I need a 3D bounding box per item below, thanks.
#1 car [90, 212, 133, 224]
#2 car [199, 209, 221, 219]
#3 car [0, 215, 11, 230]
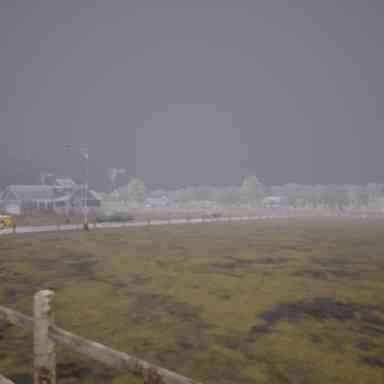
[{"bbox_3d":[-9.431,3.049,39.646,2.033,1.411,5.357,-1,-3,35],"label":"car"},{"bbox_3d":[3.187,3.755,57.219,2.097,1.767,4.553,-1,-3,36],"label":"car"},{"bbox_3d":[-17.827,2.397,27.766,1.882,1.535,5.008,-1,-3,34],"label":"car"}]
